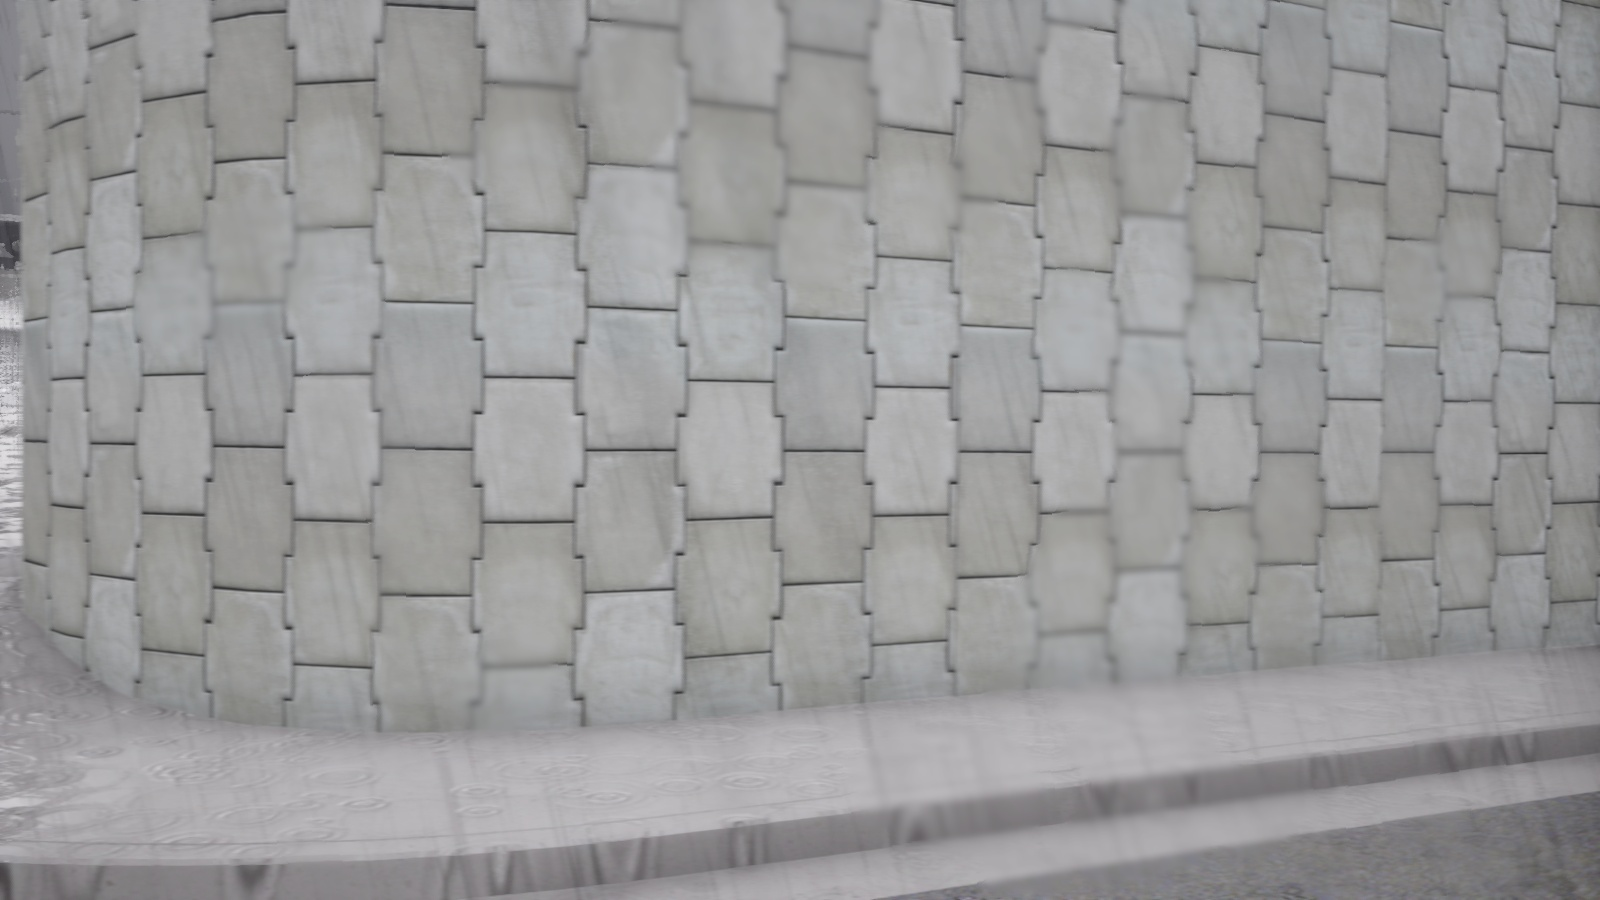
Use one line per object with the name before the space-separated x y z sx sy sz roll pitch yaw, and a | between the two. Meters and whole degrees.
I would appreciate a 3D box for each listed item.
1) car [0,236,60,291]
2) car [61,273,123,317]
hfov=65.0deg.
car | -29.284 -7.036 47.201 1.905 1.878 3.866 -1 10 -22
car | -35.873 -7.814 63.736 2.097 1.767 4.553 -1 2 -22
